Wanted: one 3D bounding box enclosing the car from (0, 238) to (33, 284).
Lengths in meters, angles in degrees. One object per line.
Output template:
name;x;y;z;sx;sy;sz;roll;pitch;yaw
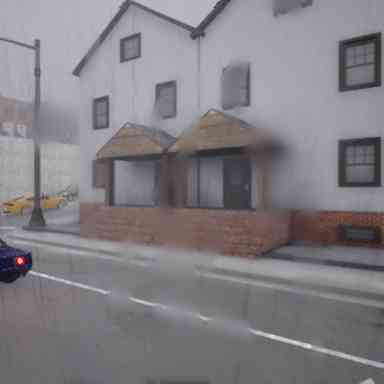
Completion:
car;-6.059;1.581;8.288;4.718;1.301;1.895;0;0;36

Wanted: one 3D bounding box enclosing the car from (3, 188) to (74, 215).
car;-12.777;0.900;27.485;1.882;1.535;5.008;0;6;37

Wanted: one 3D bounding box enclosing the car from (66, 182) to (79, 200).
car;-12.018;-0.177;34.617;2.097;1.767;4.553;0;11;35
